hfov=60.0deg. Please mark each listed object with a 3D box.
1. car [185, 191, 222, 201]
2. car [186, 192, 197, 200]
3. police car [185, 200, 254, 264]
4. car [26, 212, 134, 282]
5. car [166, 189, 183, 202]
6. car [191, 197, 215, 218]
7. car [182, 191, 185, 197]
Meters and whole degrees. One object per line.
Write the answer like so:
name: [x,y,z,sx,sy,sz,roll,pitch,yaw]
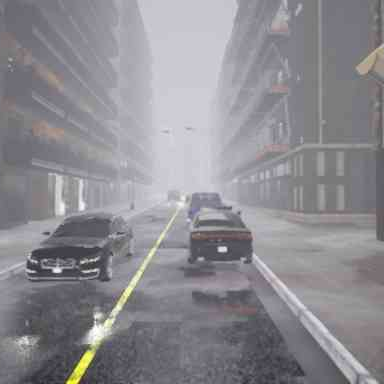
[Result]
car: [0.799,0.965,21.342,2.150,2.045,5.566,0,1,0]
car: [-0.076,0.731,62.945,2.128,1.511,4.902,0,1,0]
police car: [0.811,1.286,11.418,1.930,1.638,5.238,0,1,0]
car: [-2.860,1.388,9.477,1.837,1.490,4.892,0,1,0]
car: [-2.888,0.568,54.162,2.150,2.045,5.566,0,0,0]
car: [0.792,1.193,27.316,1.812,1.442,4.674,0,1,0]
car: [-0.054,0.917,48.413,1.837,1.490,4.892,0,1,0]
